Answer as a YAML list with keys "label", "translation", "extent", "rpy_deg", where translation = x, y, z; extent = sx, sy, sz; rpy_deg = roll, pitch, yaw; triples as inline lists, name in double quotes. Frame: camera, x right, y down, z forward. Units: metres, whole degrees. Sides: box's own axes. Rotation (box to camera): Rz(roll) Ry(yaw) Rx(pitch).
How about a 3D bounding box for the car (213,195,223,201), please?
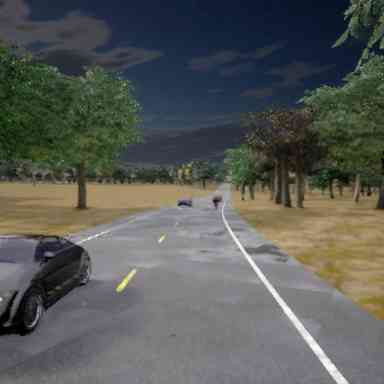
- label: "car"
  translation: [6.132, 1.391, 78.394]
  extent: [2.033, 1.411, 5.357]
  rpy_deg: [0, 0, 6]

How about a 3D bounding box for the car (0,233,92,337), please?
- label: "car"
  translation: [-3.501, 1.555, 6.589]
  extent: [1.994, 1.385, 4.181]
  rpy_deg: [0, 0, 1]

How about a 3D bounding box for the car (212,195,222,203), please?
- label: "car"
  translation: [5.119, 1.378, 69.187]
  extent: [2.128, 1.511, 4.902]
  rpy_deg: [0, 0, 7]

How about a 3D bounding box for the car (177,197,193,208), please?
- label: "car"
  translation: [-0.915, 1.473, 47.794]
  extent: [2.033, 1.411, 5.357]
  rpy_deg: [0, 0, 6]

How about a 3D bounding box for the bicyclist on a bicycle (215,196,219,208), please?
- label: "bicyclist on a bicycle"
  translation: [3.459, 1.400, 45.905]
  extent: [0.582, 1.620, 1.656]
  rpy_deg: [0, 0, 6]

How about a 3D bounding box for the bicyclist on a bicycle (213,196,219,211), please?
- label: "bicyclist on a bicycle"
  translation: [2.612, 1.335, 37.056]
  extent: [0.659, 1.776, 1.843]
  rpy_deg: [0, 1, 5]
